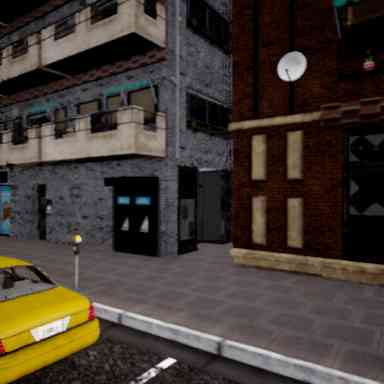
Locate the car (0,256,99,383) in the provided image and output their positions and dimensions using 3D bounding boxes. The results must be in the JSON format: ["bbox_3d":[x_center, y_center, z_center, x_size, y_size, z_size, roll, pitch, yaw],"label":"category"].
[{"bbox_3d":[-3.522,1.576,5.187,4.829,1.417,1.752,-1,0,35],"label":"car"}]
